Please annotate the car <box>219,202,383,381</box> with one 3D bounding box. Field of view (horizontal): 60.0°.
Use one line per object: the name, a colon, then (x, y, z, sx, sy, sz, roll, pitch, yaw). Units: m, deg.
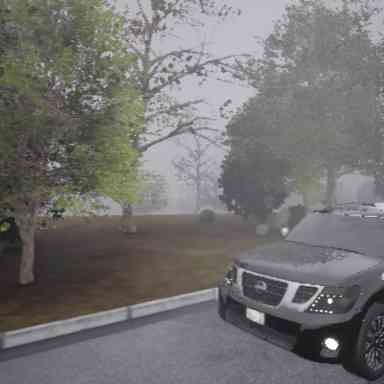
car: (3.059, 1.238, 5.865, 5.566, 2.045, 2.150, 0, 0, -35)
